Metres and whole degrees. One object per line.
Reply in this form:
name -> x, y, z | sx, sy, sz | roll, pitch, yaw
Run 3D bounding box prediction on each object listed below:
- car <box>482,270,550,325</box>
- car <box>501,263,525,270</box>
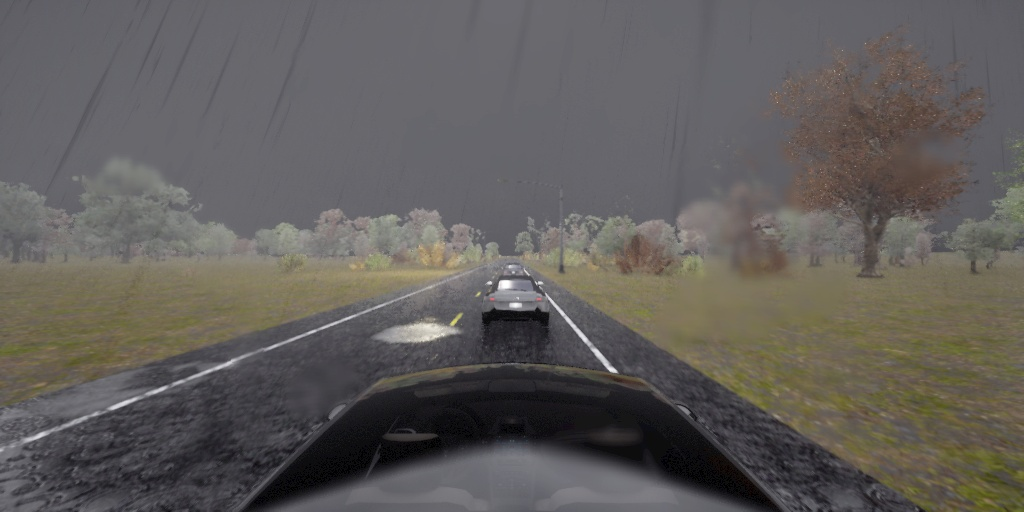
car -> 0.101, 1.313, 11.783 | 1.994, 1.385, 4.181 | 0, 0, 0
car -> 0.104, 1.294, 29.709 | 2.033, 1.411, 5.357 | 0, 0, 0
